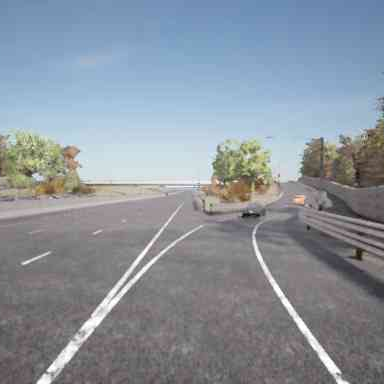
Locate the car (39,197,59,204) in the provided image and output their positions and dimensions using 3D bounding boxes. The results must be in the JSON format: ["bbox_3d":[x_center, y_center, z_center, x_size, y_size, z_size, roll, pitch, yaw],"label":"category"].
[{"bbox_3d":[-28.115,1.592,65.349,1.895,1.301,4.718,0,0,0],"label":"car"}]

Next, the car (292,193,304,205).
[{"bbox_3d":[22.687,1.685,71.304,2.097,1.767,4.553,0,3,20],"label":"car"}]

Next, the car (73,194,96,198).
[{"bbox_3d":[-21.116,1.479,65.509,1.882,1.535,5.008,0,0,0],"label":"car"}]

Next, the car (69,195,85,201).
[{"bbox_3d":[-28.144,1.394,81.459,2.128,1.511,4.902,0,0,0],"label":"car"}]

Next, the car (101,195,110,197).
[{"bbox_3d":[-21.144,1.383,81.854,2.128,1.511,4.902,0,0,0],"label":"car"}]

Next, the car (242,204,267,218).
[{"bbox_3d":[6.659,1.980,35.054,1.994,1.385,4.181,0,-1,23],"label":"car"}]

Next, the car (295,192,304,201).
[{"bbox_3d":[26.166,1.089,80.782,2.097,1.767,4.553,0,4,19],"label":"car"}]

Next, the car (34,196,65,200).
[{"bbox_3d":[-21.137,1.590,49.480,1.895,1.301,4.718,0,0,0],"label":"car"}]

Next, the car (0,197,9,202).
[{"bbox_3d":[-28.135,1.476,49.555,2.128,1.511,4.902,0,0,0],"label":"car"}]

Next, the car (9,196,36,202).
[{"bbox_3d":[-24.638,1.339,49.551,2.097,1.767,4.553,0,0,0],"label":"car"}]

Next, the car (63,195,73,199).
[{"bbox_3d":[-24.616,1.354,65.505,2.097,1.767,4.553,0,0,0],"label":"car"}]
